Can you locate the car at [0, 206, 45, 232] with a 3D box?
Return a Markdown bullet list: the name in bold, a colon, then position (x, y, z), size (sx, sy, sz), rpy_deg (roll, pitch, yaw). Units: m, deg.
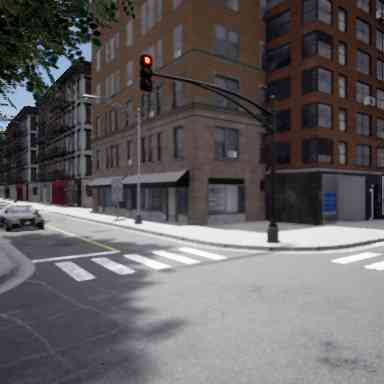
- **car**: position (-10.364, 1.534, 20.239), size (1.994, 1.385, 4.181), rpy_deg (0, 0, -36)
